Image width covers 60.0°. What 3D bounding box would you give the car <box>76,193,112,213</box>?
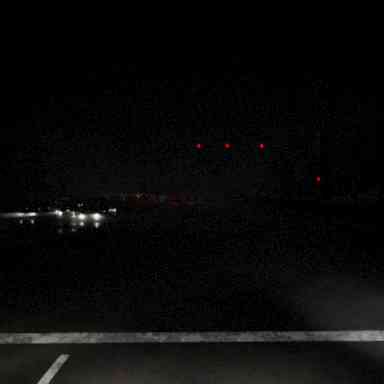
[{"bbox_3d":[-10.575,1.341,36.263,2.097,1.767,4.553,0,0,0],"label":"car"}]

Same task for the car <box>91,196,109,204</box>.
[{"bbox_3d":[-17.491,1.528,63.476,2.033,1.411,5.357,0,0,1],"label":"car"}]

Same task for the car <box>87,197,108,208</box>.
[{"bbox_3d":[-14.059,1.548,49.665,1.994,1.385,4.181,0,0,0],"label":"car"}]

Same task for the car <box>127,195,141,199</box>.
[{"bbox_3d":[-10.550,1.334,57.253,2.097,1.767,4.553,0,0,0],"label":"car"}]

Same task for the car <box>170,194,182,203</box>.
[{"bbox_3d":[-3.470,1.483,68.104,1.837,1.490,4.892,0,0,0],"label":"car"}]

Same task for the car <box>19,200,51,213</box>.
[{"bbox_3d":[-17.572,1.552,37.422,1.994,1.385,4.181,0,0,0],"label":"car"}]

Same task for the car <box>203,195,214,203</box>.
[{"bbox_3d":[3.530,1.526,68.101,2.033,1.411,5.357,0,0,0],"label":"car"}]

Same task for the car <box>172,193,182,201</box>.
[{"bbox_3d":[-3.466,1.163,78.494,2.097,1.767,4.553,0,0,0],"label":"car"}]

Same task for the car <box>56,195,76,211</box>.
[{"bbox_3d":[-14.066,1.492,39.798,1.837,1.490,4.892,0,0,0],"label":"car"}]

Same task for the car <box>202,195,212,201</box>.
[{"bbox_3d":[3.534,1.347,78.521,2.033,1.411,5.357,0,0,0],"label":"car"}]

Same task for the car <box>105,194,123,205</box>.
[{"bbox_3d":[-14.028,1.334,60.274,2.097,1.767,4.553,0,0,0],"label":"car"}]

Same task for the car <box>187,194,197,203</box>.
[{"bbox_3d":[0.030,1.483,68.102,1.837,1.490,4.892,0,0,0],"label":"car"}]

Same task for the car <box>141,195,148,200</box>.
[{"bbox_3d":[-10.468,1.462,72.085,1.837,1.490,4.892,0,0,0],"label":"car"}]

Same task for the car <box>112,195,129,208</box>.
[{"bbox_3d":[-10.571,1.533,45.735,2.033,1.411,5.357,0,0,0],"label":"car"}]

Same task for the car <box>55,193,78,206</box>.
[{"bbox_3d":[-17.558,1.203,47.716,2.150,2.045,5.566,0,0,1],"label":"car"}]

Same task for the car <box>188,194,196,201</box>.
[{"bbox_3d":[0.034,1.285,78.522,1.882,1.535,5.008,0,0,0],"label":"car"}]
